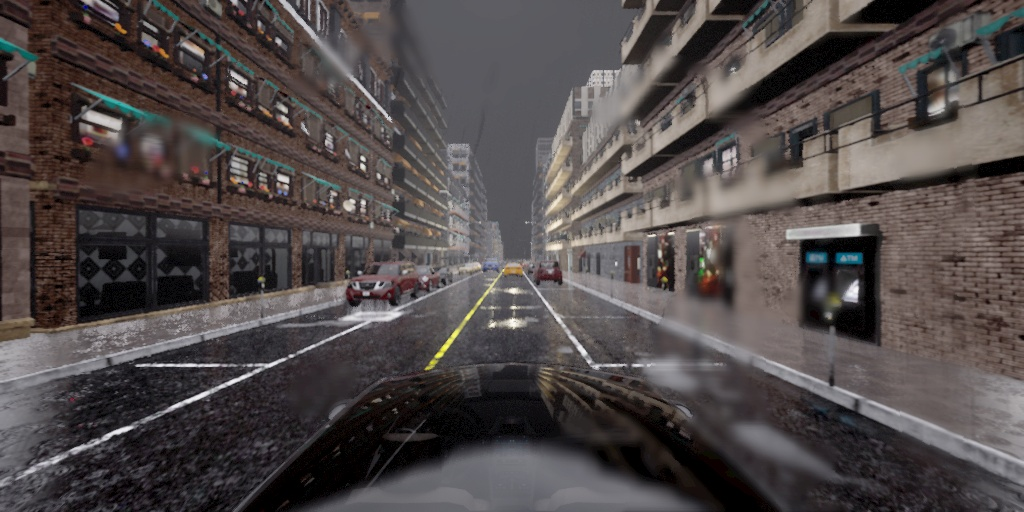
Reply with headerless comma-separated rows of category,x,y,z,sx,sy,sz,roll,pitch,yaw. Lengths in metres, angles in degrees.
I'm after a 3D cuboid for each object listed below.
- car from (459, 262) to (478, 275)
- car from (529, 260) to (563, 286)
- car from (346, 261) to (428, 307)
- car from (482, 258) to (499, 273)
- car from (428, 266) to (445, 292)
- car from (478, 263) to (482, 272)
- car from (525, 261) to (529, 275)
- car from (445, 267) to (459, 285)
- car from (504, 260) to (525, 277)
car,-5.623,1.583,44.626,1.751,1.417,4.829,0,0,0
car,2.730,1.249,27.758,2.192,1.841,5.009,0,0,0
car,-5.669,1.168,16.477,2.192,1.841,5.009,0,0,0
car,-2.999,1.330,51.857,2.150,2.045,5.566,0,0,0
car,-5.660,1.334,22.140,1.967,1.591,4.097,0,0,0
car,-5.614,1.624,50.290,1.751,1.417,4.829,0,0,0
car,2.758,1.623,44.749,1.948,1.339,4.313,0,0,0
car,-5.650,1.500,27.804,1.948,1.339,4.313,0,0,0
car,0.157,1.495,39.277,1.882,1.535,5.008,0,0,0
